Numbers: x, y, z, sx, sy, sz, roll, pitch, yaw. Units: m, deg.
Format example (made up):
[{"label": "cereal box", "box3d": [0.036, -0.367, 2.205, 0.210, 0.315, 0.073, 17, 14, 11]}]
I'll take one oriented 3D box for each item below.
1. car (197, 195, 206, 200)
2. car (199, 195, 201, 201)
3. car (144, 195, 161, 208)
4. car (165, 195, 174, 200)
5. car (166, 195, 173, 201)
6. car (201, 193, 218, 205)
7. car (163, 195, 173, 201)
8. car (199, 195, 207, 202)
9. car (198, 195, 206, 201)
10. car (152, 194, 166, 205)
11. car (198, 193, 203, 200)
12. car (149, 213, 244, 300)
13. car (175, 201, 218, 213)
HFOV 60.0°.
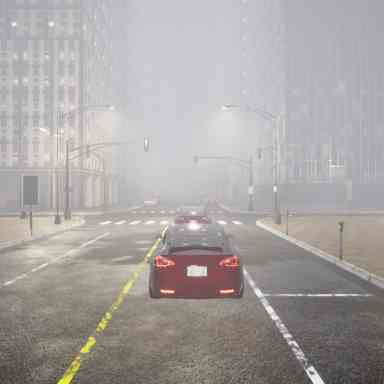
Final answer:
[{"label": "car", "box3d": [2.486, 1.407, 87.940, 2.008, 1.369, 4.403, 0, 0, 0]}, {"label": "car", "box3d": [2.665, 1.497, 53.895, 2.008, 1.369, 4.403, 0, 0, 0]}, {"label": "car", "box3d": [-5.930, 1.483, 48.027, 1.752, 1.417, 4.829, 0, 0, 0]}, {"label": "car", "box3d": [-5.894, 1.407, 87.928, 2.008, 1.369, 4.403, 0, 0, 0]}, {"label": "car", "box3d": [-5.868, 1.435, 76.577, 1.887, 1.381, 4.507, 0, 0, 0]}, {"label": "car", "box3d": [2.710, 1.398, 48.216, 1.967, 1.590, 4.097, 0, 0, 0]}, {"label": "car", "box3d": [-5.881, 1.425, 82.252, 2.008, 1.369, 4.403, 0, 0, 0]}, {"label": "car", "box3d": [2.513, 1.415, 76.762, 1.752, 1.417, 4.829, 0, 0, 0]}, {"label": "car", "box3d": [2.500, 1.419, 82.266, 1.887, 1.381, 4.507, 0, 0, 0]}, {"label": "car", "box3d": [-5.913, 1.261, 53.875, 2.192, 1.841, 5.009, 0, 0, 0]}, {"label": "car", "box3d": [2.528, 1.220, 70.917, 2.192, 1.841, 5.009, 0, 0, 0]}, {"label": "car", "box3d": [0.079, 1.502, 8.457, 2.163, 1.488, 4.792, 0, 0, 0]}, {"label": "car", "box3d": [0.048, 1.496, 18.452, 2.163, 1.488, 4.792, 0, 0, 0]}]
